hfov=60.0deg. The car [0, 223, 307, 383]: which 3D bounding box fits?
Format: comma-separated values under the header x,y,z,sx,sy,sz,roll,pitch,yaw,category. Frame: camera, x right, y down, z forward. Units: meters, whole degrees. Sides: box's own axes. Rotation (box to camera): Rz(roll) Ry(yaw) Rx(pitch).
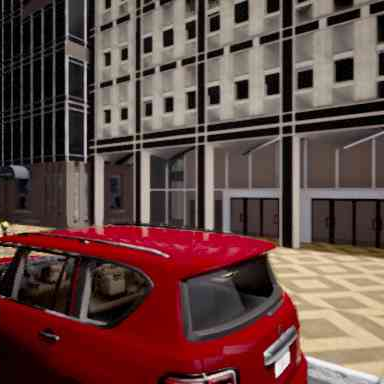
x,y,z,sx,sy,sz,roll,pitch,yaw,category
-1.290,1.299,3.801,5.009,1.841,2.192,0,0,36,car
